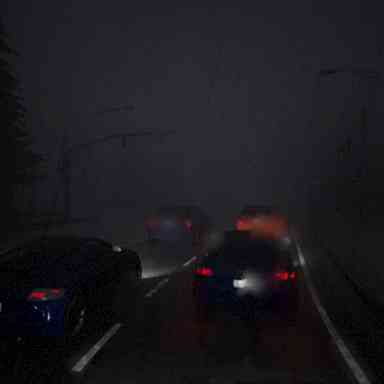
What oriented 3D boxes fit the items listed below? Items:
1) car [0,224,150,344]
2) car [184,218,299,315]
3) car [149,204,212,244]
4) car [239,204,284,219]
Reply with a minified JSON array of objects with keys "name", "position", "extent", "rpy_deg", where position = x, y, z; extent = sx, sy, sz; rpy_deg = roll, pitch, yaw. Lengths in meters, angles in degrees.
[{"name":"car","position":[-2.462,1.557,6.599],"extent":[1.994,1.385,4.181],"rpy_deg":[0,0,9]},{"name":"car","position":[1.324,1.556,7.708],"extent":[1.994,1.385,4.181],"rpy_deg":[0,0,13]},{"name":"car","position":[-0.393,1.337,15.563],"extent":[2.097,1.767,4.553],"rpy_deg":[0,0,14]},{"name":"car","position":[3.352,1.336,16.105],"extent":[2.097,1.767,4.553],"rpy_deg":[0,0,14]}]
